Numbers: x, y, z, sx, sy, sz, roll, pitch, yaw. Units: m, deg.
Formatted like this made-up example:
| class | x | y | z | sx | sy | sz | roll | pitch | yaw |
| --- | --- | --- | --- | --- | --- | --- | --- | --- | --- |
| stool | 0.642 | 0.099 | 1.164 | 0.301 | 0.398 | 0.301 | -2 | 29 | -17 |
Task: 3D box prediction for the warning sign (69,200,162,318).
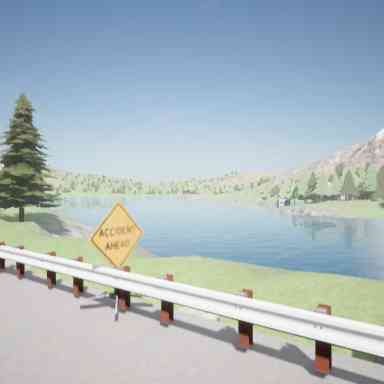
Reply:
| class | x | y | z | sx | sy | sz | roll | pitch | yaw |
| --- | --- | --- | --- | --- | --- | --- | --- | --- | --- |
| warning sign | -1.397 | 1.099 | 6.188 | 1.060 | 1.860 | 1.300 | 0 | 0 | 36 |
